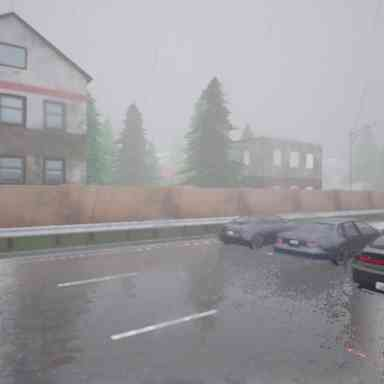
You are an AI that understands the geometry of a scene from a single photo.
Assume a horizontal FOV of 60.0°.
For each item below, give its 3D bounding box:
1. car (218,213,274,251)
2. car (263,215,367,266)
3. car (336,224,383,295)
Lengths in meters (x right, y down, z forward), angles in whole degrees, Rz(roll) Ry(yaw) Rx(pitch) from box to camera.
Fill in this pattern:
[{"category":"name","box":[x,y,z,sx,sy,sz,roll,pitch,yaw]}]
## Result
[{"category":"car","box":[3.169,1.630,14.595,4.181,1.385,1.994,1,0,-35]},{"category":"car","box":[5.201,1.614,11.747,5.357,1.411,2.033,0,0,-35]},{"category":"car","box":[5.648,1.561,7.766,4.892,1.490,1.837,0,0,-35]}]
